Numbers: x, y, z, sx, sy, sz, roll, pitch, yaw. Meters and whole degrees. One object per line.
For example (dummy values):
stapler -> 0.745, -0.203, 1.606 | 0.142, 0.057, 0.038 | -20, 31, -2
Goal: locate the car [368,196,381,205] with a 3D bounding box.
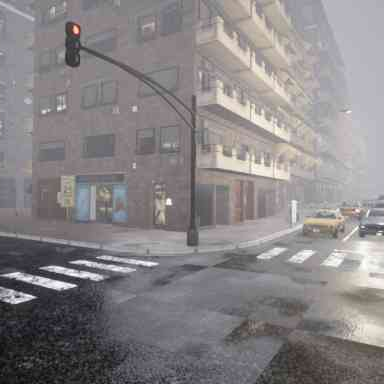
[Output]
car -> 33.747, 1.486, 61.406 | 1.967, 1.590, 4.097 | 1, 1, 31

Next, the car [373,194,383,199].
car -> 20.781, 1.246, 35.158 | 2.150, 2.045, 5.566 | 0, 0, 32

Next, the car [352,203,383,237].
car -> 9.991, 1.559, 17.561 | 2.033, 1.411, 5.357 | 0, 0, 31

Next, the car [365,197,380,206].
car -> 30.805, 1.592, 56.591 | 2.008, 1.369, 4.403 | 1, 1, 31

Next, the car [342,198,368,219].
car -> 13.163, 1.457, 27.695 | 1.967, 1.590, 4.097 | 1, 1, 31

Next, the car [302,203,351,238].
car -> 7.193, 1.535, 17.918 | 1.752, 1.417, 4.829 | 1, 1, 31

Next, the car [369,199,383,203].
car -> 15.159, 1.543, 26.010 | 1.812, 1.442, 4.674 | 0, 0, 32

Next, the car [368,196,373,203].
car -> 24.924, 1.577, 46.959 | 1.887, 1.381, 4.507 | 1, 1, 31
